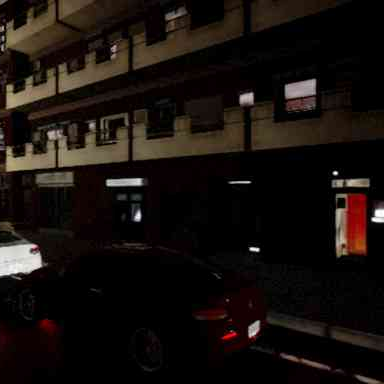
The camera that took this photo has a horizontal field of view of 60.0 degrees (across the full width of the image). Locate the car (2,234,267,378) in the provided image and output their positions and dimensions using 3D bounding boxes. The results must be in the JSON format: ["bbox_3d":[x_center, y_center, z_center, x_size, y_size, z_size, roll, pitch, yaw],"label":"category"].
[{"bbox_3d":[-1.078,1.578,5.583,4.674,1.442,1.812,0,-1,36],"label":"car"}]

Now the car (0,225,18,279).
[{"bbox_3d":[-5.985,1.610,9.128,4.674,1.442,1.812,0,-1,36],"label":"car"}]
